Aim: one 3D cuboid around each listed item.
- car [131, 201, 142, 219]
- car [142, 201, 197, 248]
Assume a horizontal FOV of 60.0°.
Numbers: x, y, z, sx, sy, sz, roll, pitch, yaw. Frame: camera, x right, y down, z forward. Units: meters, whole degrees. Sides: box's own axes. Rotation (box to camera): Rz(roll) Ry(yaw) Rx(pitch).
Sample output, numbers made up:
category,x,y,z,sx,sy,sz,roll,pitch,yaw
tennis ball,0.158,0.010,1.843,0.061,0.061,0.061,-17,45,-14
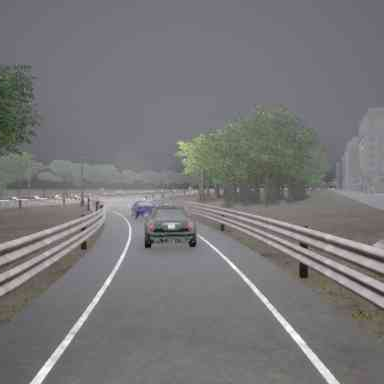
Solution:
category,x,y,z,sx,sy,sz,roll,pitch,yaw
car,-4.388,1.546,30.230,1.882,1.535,5.008,0,0,-16
car,-1.101,1.386,15.069,2.097,1.767,4.553,0,0,-8
